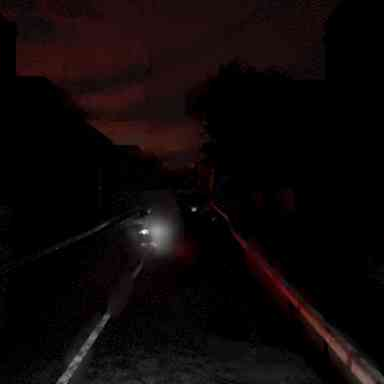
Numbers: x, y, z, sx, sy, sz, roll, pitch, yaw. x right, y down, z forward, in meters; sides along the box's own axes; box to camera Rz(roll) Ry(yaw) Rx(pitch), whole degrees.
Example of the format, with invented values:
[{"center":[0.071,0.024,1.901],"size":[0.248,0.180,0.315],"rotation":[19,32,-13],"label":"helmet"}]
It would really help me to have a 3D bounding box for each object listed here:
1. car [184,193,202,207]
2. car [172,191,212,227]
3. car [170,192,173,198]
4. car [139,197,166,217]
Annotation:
[{"center":[0.117,0.974,41.424],"size":[2.128,1.511,4.902],"rotation":[0,1,0],"label":"car"},{"center":[0.120,1.045,21.325],"size":[2.150,2.045,5.566],"rotation":[0,1,0],"label":"car"},{"center":[-3.418,0.558,68.516],"size":[1.994,1.385,4.181],"rotation":[0,1,0],"label":"car"},{"center":[-3.238,1.220,27.808],"size":[2.128,1.511,4.902],"rotation":[0,1,0],"label":"car"}]
